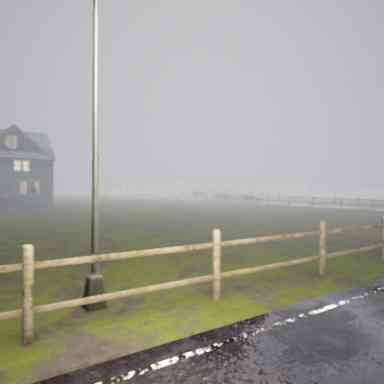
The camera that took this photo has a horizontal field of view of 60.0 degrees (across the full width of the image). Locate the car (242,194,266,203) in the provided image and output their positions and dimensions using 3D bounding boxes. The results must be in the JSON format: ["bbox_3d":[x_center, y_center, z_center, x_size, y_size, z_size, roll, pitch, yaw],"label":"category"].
[{"bbox_3d":[10.371,1.030,55.579,1.994,1.385,4.181,1,1,-35],"label":"car"}]

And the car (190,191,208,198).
[{"bbox_3d":[1.578,0.546,74.119,1.837,1.490,4.892,1,1,-35],"label":"car"}]

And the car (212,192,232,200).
[{"bbox_3d":[6.128,0.779,67.770,1.837,1.490,4.892,1,0,-35],"label":"car"}]
